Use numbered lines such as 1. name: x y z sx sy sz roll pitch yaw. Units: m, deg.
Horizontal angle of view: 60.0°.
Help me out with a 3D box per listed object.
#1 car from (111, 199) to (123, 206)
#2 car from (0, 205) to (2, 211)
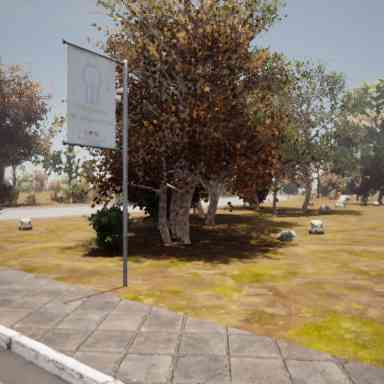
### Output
1. car: -10.456 1.429 52.279 2.128 1.511 4.902 0 0 37
2. car: -21.597 1.542 32.419 2.033 1.411 5.357 0 0 39
